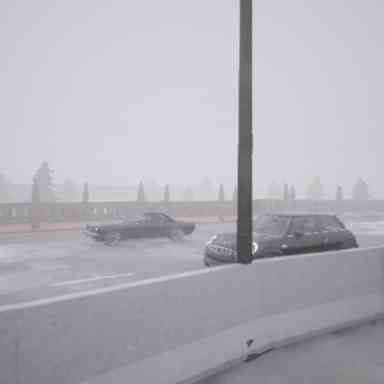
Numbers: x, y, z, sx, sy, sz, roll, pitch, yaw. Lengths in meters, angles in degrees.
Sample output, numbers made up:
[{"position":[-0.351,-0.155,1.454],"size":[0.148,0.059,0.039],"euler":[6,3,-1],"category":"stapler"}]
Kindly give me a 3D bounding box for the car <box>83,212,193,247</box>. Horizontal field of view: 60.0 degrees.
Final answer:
[{"position":[-2.285,1.568,14.792],"size":[4.718,1.301,1.895],"euler":[0,0,-31],"category":"car"}]

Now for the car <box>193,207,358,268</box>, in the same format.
[{"position":[2.590,1.354,9.502],"size":[4.553,1.767,2.097],"euler":[0,0,-30],"category":"car"}]
